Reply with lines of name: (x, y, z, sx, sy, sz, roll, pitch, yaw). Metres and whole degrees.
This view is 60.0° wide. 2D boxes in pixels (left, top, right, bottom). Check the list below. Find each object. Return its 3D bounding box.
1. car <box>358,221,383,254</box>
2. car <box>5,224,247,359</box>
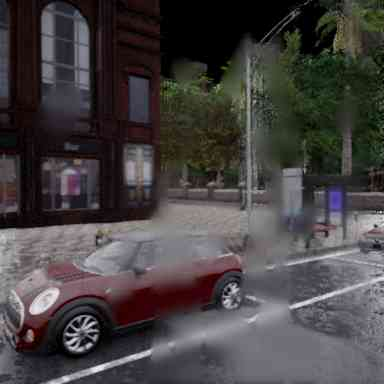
car: (7.828, 1.561, 12.240, 4.206, 1.307, 1.802, 0, 0, -36)
car: (-1.006, 1.447, 5.935, 4.097, 1.590, 1.967, 0, 0, -36)
